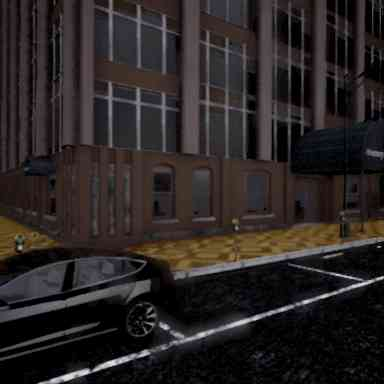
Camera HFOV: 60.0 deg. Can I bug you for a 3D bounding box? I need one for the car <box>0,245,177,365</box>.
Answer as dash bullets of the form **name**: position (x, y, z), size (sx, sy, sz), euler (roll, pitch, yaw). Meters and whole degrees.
- **car**: position (-2.254, 1.564, 4.944), size (4.313, 1.339, 1.947), euler (0, 1, -35)
